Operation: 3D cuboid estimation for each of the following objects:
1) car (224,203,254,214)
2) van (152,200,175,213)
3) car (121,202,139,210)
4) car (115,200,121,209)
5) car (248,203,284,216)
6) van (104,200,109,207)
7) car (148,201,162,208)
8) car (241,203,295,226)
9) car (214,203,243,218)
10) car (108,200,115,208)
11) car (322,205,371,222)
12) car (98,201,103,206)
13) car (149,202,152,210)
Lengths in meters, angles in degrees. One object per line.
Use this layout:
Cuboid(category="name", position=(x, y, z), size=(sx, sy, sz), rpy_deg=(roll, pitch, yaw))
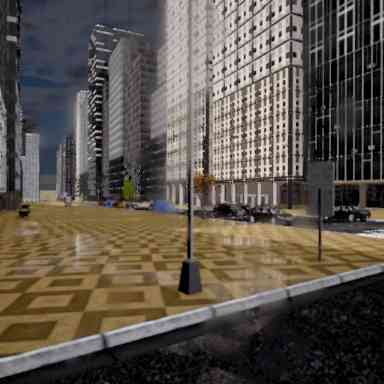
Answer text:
Cuboid(category="car", position=(6.273, 2.185, 44.848), size=(1.947, 1.339, 4.313), rpy_deg=(-1, -1, -26))
Cuboid(category="van", position=(-3.727, 2.017, 46.244), size=(1.690, 1.788, 3.998), rpy_deg=(-1, -1, -26))
Cuboid(category="car", position=(-11.104, 2.539, 61.413), size=(2.008, 1.369, 4.403), rpy_deg=(-1, -1, -26))
Cuboid(category="car", position=(-13.491, 2.616, 66.319), size=(1.752, 1.417, 4.829), rpy_deg=(-1, -1, -26))
Cuboid(category="car", position=(8.734, 2.083, 39.791), size=(1.947, 1.339, 4.313), rpy_deg=(-1, -1, -26))
Cuboid(category="van", position=(-18.488, 2.650, 76.588), size=(1.690, 1.788, 3.998), rpy_deg=(-1, -1, -26))
Cuboid(category="car", position=(-8.488, 2.828, 75.193), size=(1.802, 1.307, 4.206), rpy_deg=(-1, -1, -26))
Cuboid(category="car", position=(6.119, 1.824, 26.009), size=(2.008, 1.369, 4.403), rpy_deg=(-1, -1, -26))
Cuboid(category="car", position=(4.027, 1.992, 36.260), size=(1.812, 1.442, 4.674), rpy_deg=(0, -1, -26))
Cuboid(category="car", position=(-16.025, 2.746, 71.528), size=(1.887, 1.381, 4.507), rpy_deg=(-1, -1, -26))
Cuboid(category="car", position=(13.654, 1.868, 29.675), size=(2.008, 1.369, 4.403), rpy_deg=(-1, -1, -26))
Cuboid(category="car", position=(-23.405, 3.069, 86.700), size=(1.887, 1.381, 4.507), rpy_deg=(-1, -1, -26))
Cuboid(category="car", position=(-5.622, 2.382, 56.305), size=(1.837, 1.490, 4.892), rpy_deg=(0, -2, -26))
